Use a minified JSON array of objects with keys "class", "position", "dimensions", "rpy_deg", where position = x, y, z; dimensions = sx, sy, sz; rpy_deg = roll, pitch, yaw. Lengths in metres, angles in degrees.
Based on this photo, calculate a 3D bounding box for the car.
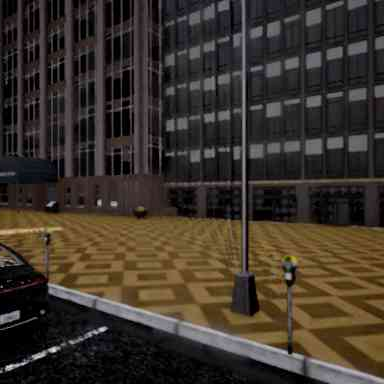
[{"class":"car","position":[-4.345,1.533,5.979],"dimensions":[4.403,1.369,2.008],"rpy_deg":[0,0,35]}]
